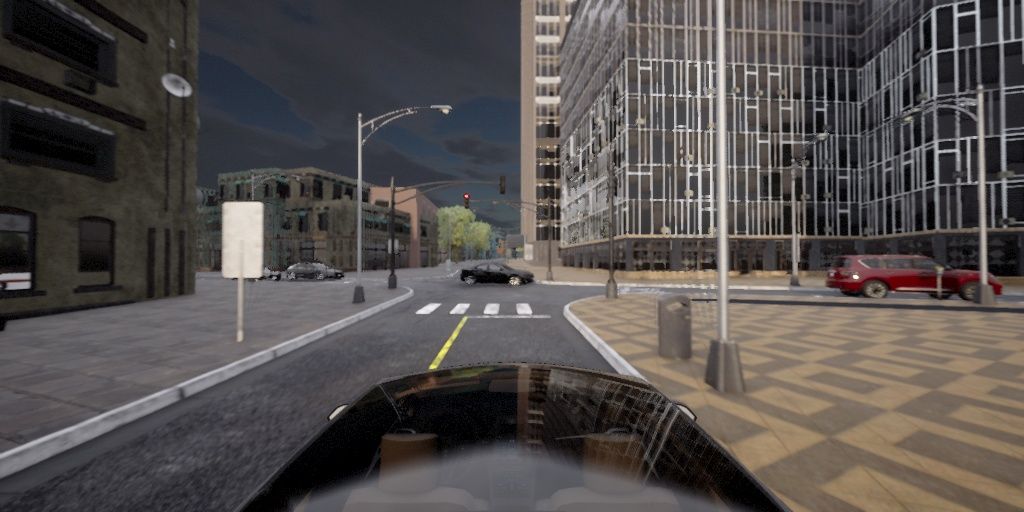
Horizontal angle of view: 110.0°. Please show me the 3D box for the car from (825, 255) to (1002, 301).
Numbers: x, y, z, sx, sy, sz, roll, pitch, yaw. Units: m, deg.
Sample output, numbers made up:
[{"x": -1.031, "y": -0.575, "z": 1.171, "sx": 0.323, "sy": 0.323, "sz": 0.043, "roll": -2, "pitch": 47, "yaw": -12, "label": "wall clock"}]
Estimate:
[{"x": 16.205, "y": 0.878, "z": 14.844, "sx": 5.009, "sy": 1.841, "sz": 2.192, "roll": 0, "pitch": 0, "yaw": 19, "label": "car"}]

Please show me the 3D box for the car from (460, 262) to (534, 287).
[{"x": -1.009, "y": 1.181, "z": 23.699, "sx": 5.008, "sy": 1.535, "sz": 1.882, "roll": 0, "pitch": 0, "yaw": 19, "label": "car"}]

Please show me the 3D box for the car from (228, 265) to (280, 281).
[{"x": -19.845, "y": 1.266, "z": 27.556, "sx": 4.313, "sy": 1.339, "sz": 1.948, "roll": 0, "pitch": 0, "yaw": 19, "label": "car"}]

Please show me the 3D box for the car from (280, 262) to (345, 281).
[{"x": -15.803, "y": 1.258, "z": 28.873, "sx": 4.892, "sy": 1.490, "sz": 1.837, "roll": 0, "pitch": -1, "yaw": 19, "label": "car"}]
